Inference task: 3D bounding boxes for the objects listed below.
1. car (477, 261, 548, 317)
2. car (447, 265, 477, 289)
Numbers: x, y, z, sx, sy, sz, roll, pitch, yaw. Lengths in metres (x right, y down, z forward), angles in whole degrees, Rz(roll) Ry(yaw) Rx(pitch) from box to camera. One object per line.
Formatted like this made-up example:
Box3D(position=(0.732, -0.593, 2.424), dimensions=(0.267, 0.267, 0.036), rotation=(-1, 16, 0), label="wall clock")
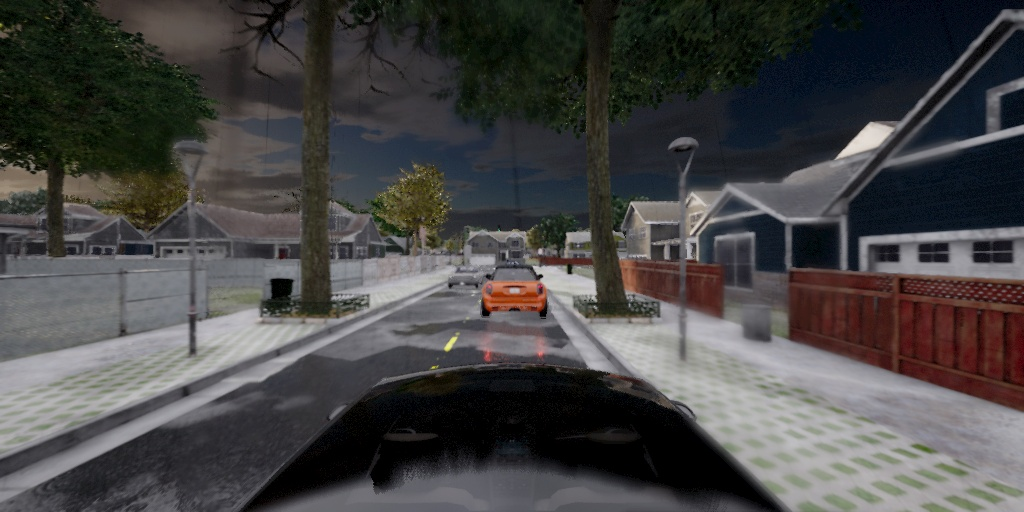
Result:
Box3D(position=(0.093, 1.065, 13.062), dimensions=(2.097, 1.767, 4.553), rotation=(0, 0, 0), label="car")
Box3D(position=(-2.856, 1.278, 22.783), dimensions=(1.895, 1.301, 4.718), rotation=(0, 0, 0), label="car")
